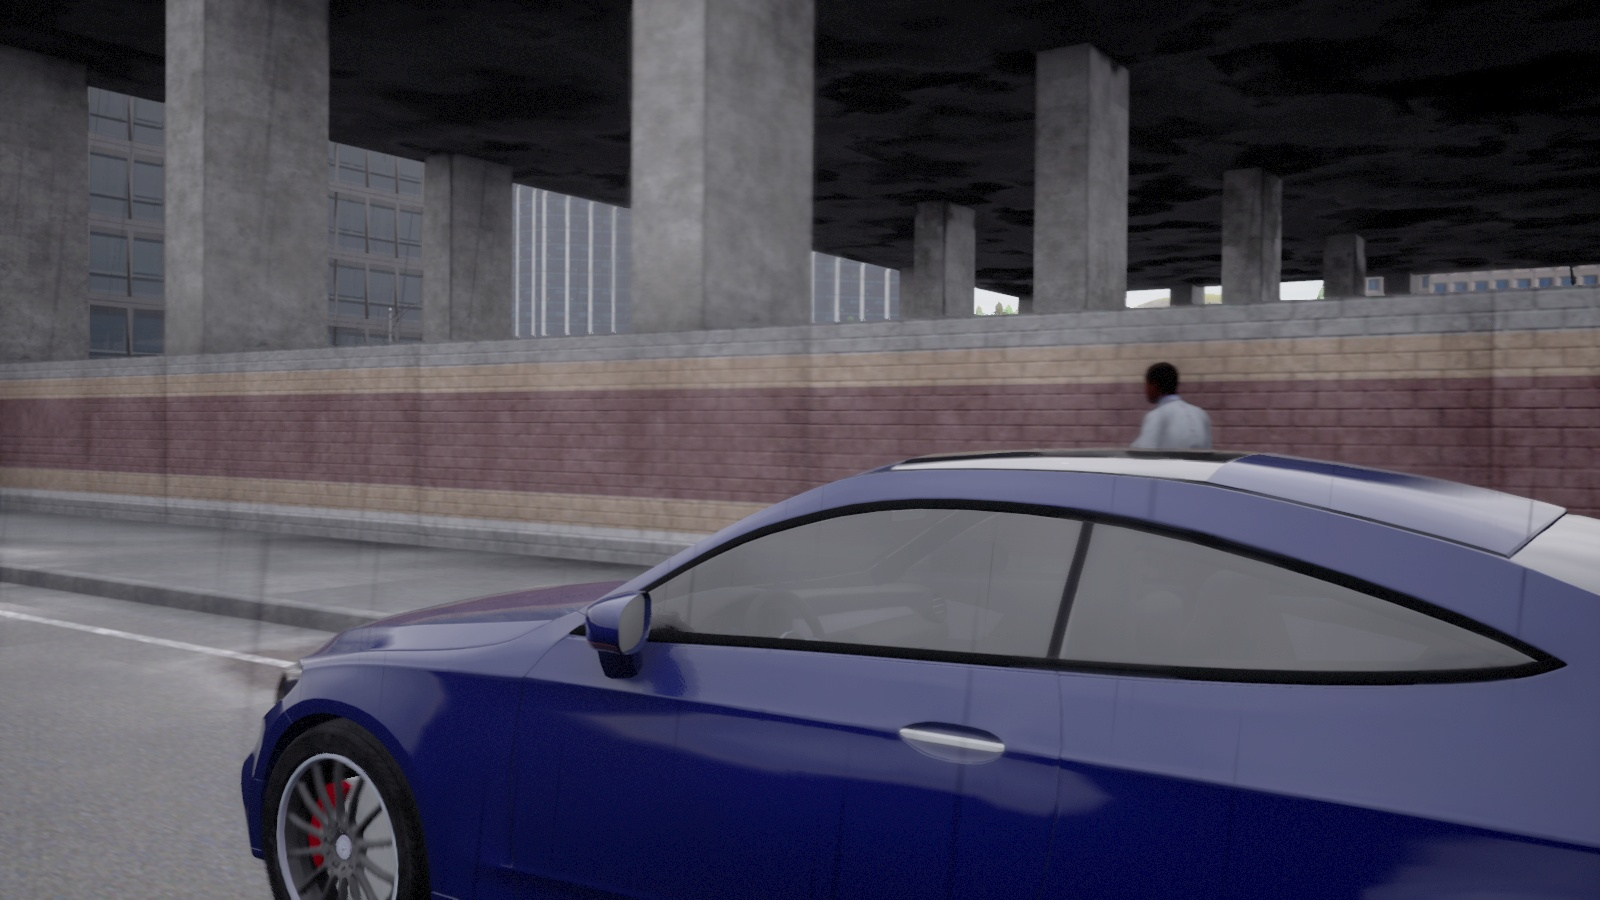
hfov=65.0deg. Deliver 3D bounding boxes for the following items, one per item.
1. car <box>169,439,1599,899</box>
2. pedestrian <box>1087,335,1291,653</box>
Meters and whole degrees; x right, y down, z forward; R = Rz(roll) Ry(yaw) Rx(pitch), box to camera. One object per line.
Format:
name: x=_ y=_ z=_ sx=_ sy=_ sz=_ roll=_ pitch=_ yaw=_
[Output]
car: x=0.550 y=0.708 z=3.258 sx=4.674 sy=1.442 sz=1.812 roll=0 pitch=1 yaw=34
pedestrian: x=2.460 y=0.247 z=7.951 sx=0.874 sy=1.855 sz=0.900 roll=-1 pitch=1 yaw=-41
